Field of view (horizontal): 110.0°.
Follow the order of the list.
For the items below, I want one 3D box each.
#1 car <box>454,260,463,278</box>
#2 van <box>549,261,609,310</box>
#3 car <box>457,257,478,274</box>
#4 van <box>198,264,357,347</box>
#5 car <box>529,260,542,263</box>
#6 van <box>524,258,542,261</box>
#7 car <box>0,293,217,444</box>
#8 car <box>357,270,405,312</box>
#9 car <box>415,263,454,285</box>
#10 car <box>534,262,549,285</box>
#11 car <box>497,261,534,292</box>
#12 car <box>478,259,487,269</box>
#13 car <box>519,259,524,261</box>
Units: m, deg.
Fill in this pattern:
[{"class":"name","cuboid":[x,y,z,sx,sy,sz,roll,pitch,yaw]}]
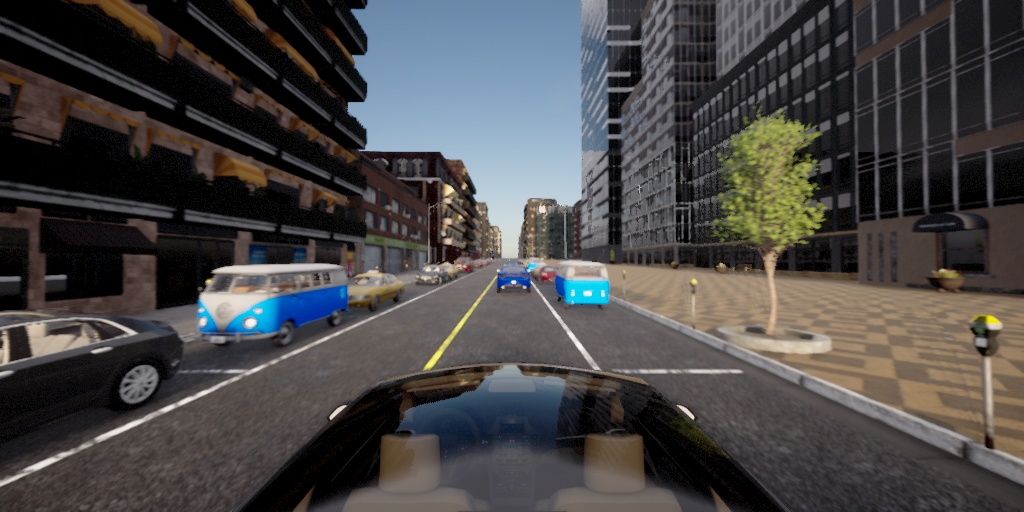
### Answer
[{"class":"car","cuboid":[-5.697,1.290,31.135,1.751,1.417,4.829,0,0,0]},{"class":"van","cuboid":[2.688,1.097,14.597,1.690,1.789,3.998,0,0,0]},{"class":"car","cuboid":[-5.700,1.086,42.443,2.192,1.841,5.009,0,0,0]},{"class":"van","cuboid":[-5.691,1.094,9.026,1.690,1.789,3.998,0,0,0]},{"class":"car","cuboid":[2.684,1.290,31.474,1.751,1.417,4.829,0,0,0]},{"class":"van","cuboid":[2.681,1.111,42.445,1.690,1.789,3.998,0,0,0]},{"class":"car","cuboid":[-5.690,1.302,3.456,2.007,1.370,4.403,0,0,0]},{"class":"car","cuboid":[-5.693,1.282,14.426,1.751,1.417,4.829,0,0,0]},{"class":"car","cuboid":[-5.695,1.312,25.734,2.007,1.370,4.403,0,0,0]},{"class":"car","cuboid":[2.686,1.343,25.735,1.802,1.307,4.207,0,0,0]},{"class":"car","cuboid":[0.094,1.237,21.509,1.882,1.535,5.008,0,0,0]},{"class":"car","cuboid":[-5.704,1.327,59.152,1.888,1.381,4.507,0,0,0]},{"class":"car","cuboid":[0.091,1.274,39.473,1.837,1.490,4.892,0,0,0]}]
